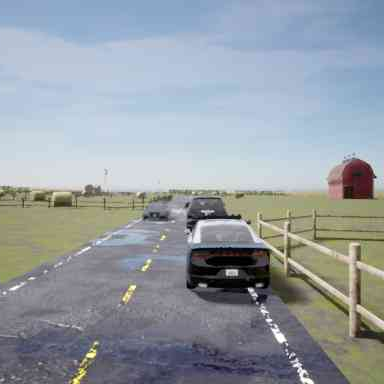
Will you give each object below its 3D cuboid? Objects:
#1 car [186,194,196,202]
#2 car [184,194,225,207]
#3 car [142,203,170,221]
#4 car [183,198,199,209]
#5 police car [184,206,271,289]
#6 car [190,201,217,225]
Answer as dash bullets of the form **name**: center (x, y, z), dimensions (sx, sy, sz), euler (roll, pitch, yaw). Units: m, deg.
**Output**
- **car**: center (-0.165, 1.257, 71.649), dimensions (2.097, 1.767, 4.553), euler (0, 0, 0)
- **car**: center (0.779, 1.222, 19.236), dimensions (2.150, 2.045, 5.566), euler (0, 0, 0)
- **car**: center (-2.812, 1.561, 27.004), dimensions (1.994, 1.385, 4.181), euler (0, 0, 0)
- **car**: center (-0.078, 1.540, 46.056), dimensions (2.033, 1.411, 5.357), euler (0, 0, 0)
- **police car**: center (0.802, 1.424, 9.316), dimensions (1.930, 1.638, 5.238), euler (0, 0, 0)
- **car**: center (0.765, 1.501, 25.206), dimensions (1.837, 1.490, 4.892), euler (0, 0, 0)
